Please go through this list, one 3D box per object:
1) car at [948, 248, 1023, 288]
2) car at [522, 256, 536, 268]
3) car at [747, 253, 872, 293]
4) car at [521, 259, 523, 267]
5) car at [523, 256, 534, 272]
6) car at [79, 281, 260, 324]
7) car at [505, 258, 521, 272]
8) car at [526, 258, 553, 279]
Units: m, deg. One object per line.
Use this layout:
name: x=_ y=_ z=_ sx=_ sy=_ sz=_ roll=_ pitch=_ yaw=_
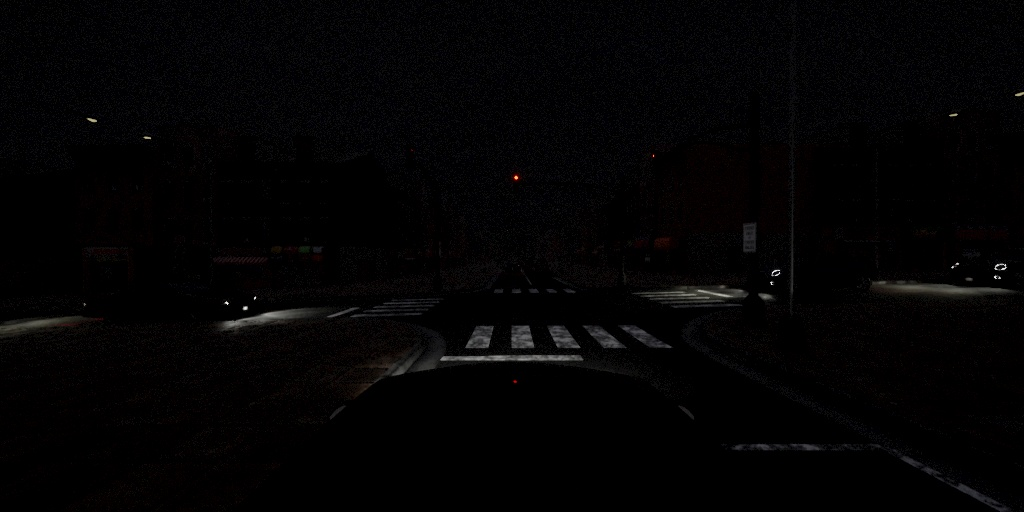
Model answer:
car: x=23.079 y=0.433 z=16.351 sx=4.553 sy=1.767 sz=2.097 roll=-1 pitch=0 yaw=0
car: x=2.977 y=1.100 z=64.398 sx=2.150 sy=2.045 sz=5.566 roll=0 pitch=0 yaw=0
car: x=13.359 y=0.684 z=16.355 sx=4.553 sy=1.767 sz=2.097 roll=-1 pitch=0 yaw=1
car: x=2.634 y=1.122 z=43.970 sx=2.192 sy=1.841 sz=5.009 roll=0 pitch=0 yaw=0
car: x=2.634 y=1.108 z=38.567 sx=2.192 sy=1.841 sz=5.009 roll=0 pitch=0 yaw=0
car: x=-12.586 y=1.641 z=13.336 sx=5.357 sy=1.411 sz=2.033 roll=-2 pitch=0 yaw=0
car: x=0.090 y=1.342 z=47.289 sx=1.812 sy=1.442 sz=4.674 roll=0 pitch=0 yaw=0
car: x=2.635 y=1.221 z=33.166 sx=1.967 sy=1.591 sz=4.097 roll=0 pitch=0 yaw=0
